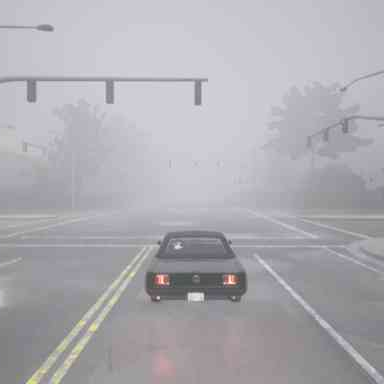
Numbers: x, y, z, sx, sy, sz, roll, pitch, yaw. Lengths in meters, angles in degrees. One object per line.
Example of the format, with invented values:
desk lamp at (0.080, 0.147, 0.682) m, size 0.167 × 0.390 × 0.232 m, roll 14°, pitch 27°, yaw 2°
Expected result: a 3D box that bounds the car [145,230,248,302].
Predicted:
car at (0.065, 1.597, 8.207) m, size 1.895 × 1.301 × 4.718 m, roll 0°, pitch 0°, yaw 0°
